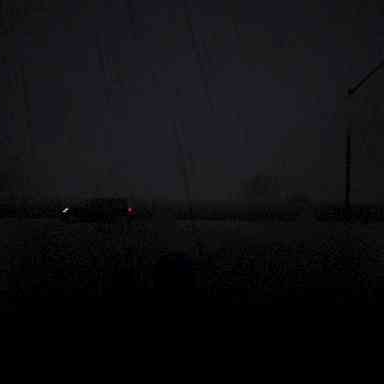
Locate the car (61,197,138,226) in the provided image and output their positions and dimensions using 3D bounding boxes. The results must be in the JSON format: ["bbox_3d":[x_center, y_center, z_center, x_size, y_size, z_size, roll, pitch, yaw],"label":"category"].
[{"bbox_3d":[-5.817,1.130,21.054,4.553,1.767,2.097,1,1,0],"label":"car"}]
